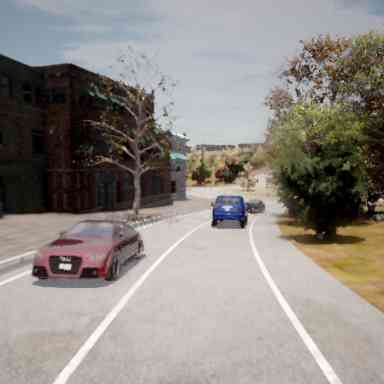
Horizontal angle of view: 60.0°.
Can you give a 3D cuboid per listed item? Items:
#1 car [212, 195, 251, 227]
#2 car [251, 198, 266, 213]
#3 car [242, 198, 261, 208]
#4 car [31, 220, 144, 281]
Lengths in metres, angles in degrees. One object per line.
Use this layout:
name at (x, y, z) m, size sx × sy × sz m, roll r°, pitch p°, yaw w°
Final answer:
car at (2.788, 1.256, 23.621) m, size 2.150 × 2.045 × 5.566 m, roll 1°, pitch -1°, yaw 12°
car at (7.825, 1.703, 40.658) m, size 1.837 × 1.490 × 4.892 m, roll 2°, pitch 0°, yaw 20°
car at (9.815, 1.740, 54.390) m, size 1.895 × 1.301 × 4.718 m, roll 3°, pitch 2°, yaw 24°
car at (-2.744, 1.525, 9.650) m, size 1.994 × 1.385 × 4.181 m, roll 1°, pitch 0°, yaw 5°
